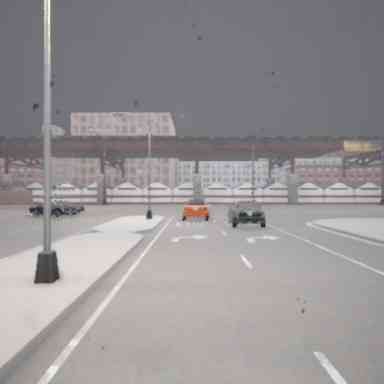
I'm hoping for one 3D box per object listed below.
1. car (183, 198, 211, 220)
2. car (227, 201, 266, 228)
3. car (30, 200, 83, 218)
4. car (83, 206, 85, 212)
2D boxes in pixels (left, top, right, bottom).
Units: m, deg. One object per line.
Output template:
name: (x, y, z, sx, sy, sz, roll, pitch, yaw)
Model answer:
car: (0.504, 1.362, 28.028, 2.097, 1.767, 4.553, 0, 0, 6)
car: (3.597, 1.361, 22.580, 2.097, 1.767, 4.553, 0, 0, 1)
car: (-12.445, 1.611, 30.087, 4.718, 1.301, 1.895, 0, 0, 31)
car: (-13.391, 1.574, 34.753, 4.181, 1.385, 1.994, 0, 0, 0)
